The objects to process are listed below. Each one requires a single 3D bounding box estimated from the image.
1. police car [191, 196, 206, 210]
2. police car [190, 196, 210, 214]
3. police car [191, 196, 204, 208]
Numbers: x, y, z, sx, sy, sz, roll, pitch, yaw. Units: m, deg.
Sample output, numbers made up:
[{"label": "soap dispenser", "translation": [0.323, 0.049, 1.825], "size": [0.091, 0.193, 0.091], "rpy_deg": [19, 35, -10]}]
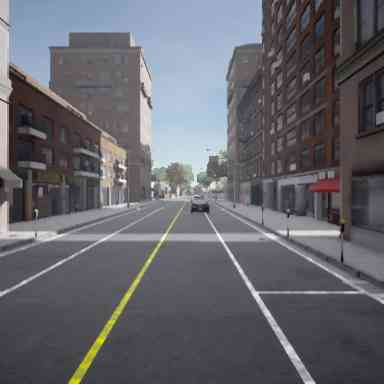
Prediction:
[{"label": "police car", "translation": [0.825, 1.450, 45.389], "size": [1.930, 1.638, 5.238], "rpy_deg": [0, 0, 0]}, {"label": "police car", "translation": [0.825, 1.439, 35.389], "size": [1.930, 1.638, 5.238], "rpy_deg": [0, 0, 0]}, {"label": "police car", "translation": [0.825, 1.463, 51.389], "size": [1.930, 1.638, 5.238], "rpy_deg": [0, 0, 0]}]
